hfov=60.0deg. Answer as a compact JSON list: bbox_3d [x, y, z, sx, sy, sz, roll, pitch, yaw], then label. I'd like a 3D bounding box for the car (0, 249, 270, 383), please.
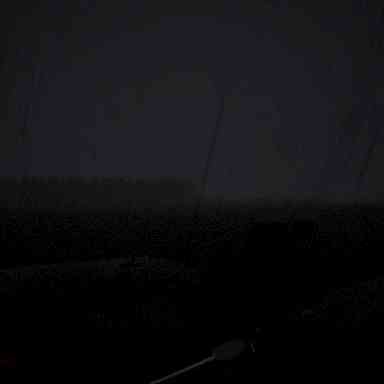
[{"bbox_3d":[-1.634,1.355,1.911,4.553,1.767,2.097,0,0,-35],"label":"car"}]
